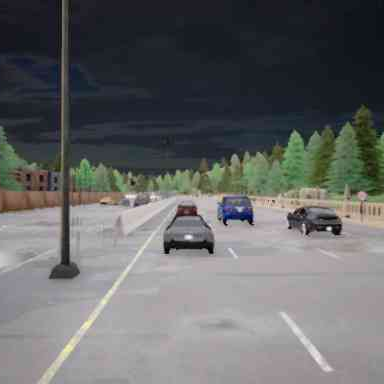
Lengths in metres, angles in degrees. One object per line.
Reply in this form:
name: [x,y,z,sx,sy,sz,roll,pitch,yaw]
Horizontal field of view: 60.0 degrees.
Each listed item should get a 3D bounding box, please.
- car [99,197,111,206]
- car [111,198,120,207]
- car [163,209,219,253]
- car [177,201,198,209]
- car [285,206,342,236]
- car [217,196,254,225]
car: [-15.015,1.692,59.160,1.882,1.535,5.008,0,0,0]
car: [-11.474,1.690,55.305,2.128,1.511,4.902,0,0,0]
car: [-0.154,1.611,14.011,1.994,1.385,4.181,0,0,-1]
car: [-0.455,1.584,31.801,1.882,1.535,5.008,0,0,-1]
car: [6.756,1.561,18.900,1.837,1.490,4.892,0,0,-1]
car: [3.155,1.302,24.854,2.150,2.045,5.566,0,0,-1]
